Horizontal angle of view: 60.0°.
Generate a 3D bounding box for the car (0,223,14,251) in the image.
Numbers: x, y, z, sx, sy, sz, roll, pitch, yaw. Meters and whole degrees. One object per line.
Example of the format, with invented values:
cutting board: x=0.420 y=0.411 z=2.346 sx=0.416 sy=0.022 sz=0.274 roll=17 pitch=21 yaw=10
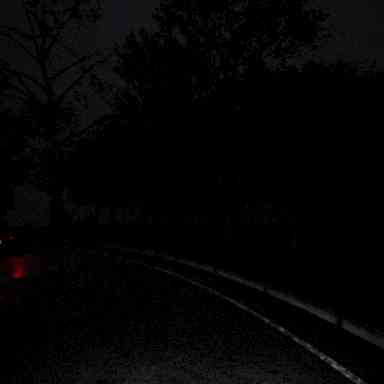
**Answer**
car: x=-9.106 y=1.658 z=13.259 sx=4.674 sy=1.442 sz=1.812 roll=0 pitch=0 yaw=28
